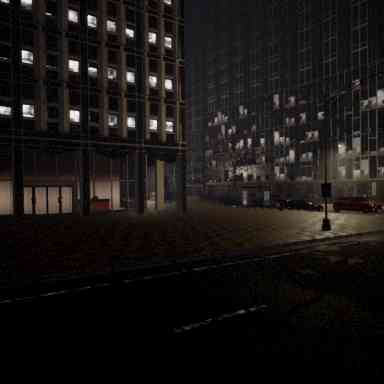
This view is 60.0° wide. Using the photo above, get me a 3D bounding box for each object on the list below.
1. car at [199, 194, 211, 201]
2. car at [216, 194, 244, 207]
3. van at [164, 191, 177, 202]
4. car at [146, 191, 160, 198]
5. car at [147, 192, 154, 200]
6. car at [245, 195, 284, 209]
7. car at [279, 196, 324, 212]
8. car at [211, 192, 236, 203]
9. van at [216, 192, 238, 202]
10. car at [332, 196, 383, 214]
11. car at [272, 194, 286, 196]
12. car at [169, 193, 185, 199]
[{"bbox_3d":[3.075,1.043,64.465,1.802,1.307,4.206,0,1,-34],"label":"car"},{"bbox_3d":[5.768,1.319,45.637,1.947,1.339,4.313,0,1,-34],"label":"car"},{"bbox_3d":[-3.834,0.936,59.722,1.690,1.788,3.998,0,1,-34],"label":"van"},{"bbox_3d":[-9.789,0.685,83.208,1.967,1.590,4.097,0,1,-34],"label":"car"},{"bbox_3d":[-10.267,1.039,69.097,2.008,1.369,4.403,0,1,-34],"label":"car"},{"bbox_3d":[8.936,1.387,40.919,1.802,1.307,4.206,0,1,-34],"label":"car"},{"bbox_3d":[12.138,1.423,36.220,1.947,1.339,4.313,0,1,-34],"label":"car"},{"bbox_3d":[5.450,1.175,50.776,1.837,1.490,4.892,-1,1,-34],"label":"car"},{"bbox_3d":[6.291,0.854,59.776,1.690,1.788,3.998,0,1,-34],"label":"van"},{"bbox_3d":[16.897,1.206,34.073,2.097,1.767,4.553,-1,1,-35],"label":"car"},{"bbox_3d":[11.304,1.117,42.225,2.097,1.767,4.553,-1,1,-34],"label":"car"},{"bbox_3d":[-3.357,0.935,73.838,1.802,1.307,4.206,0,1,-34],"label":"car"}]
